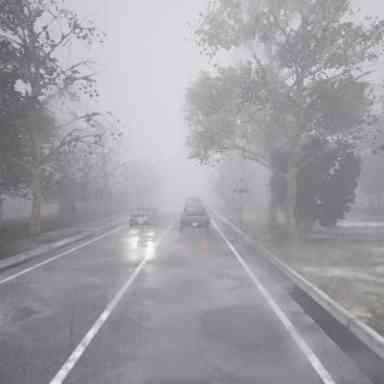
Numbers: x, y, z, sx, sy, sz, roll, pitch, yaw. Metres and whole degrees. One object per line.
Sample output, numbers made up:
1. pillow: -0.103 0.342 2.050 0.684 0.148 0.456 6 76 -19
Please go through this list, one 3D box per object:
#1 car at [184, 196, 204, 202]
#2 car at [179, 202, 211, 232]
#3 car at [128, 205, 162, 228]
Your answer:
1. car: 0.259 1.526 40.065 2.150 2.045 5.566 0 1 1
2. car: 0.171 1.655 21.466 2.128 1.511 4.902 0 -1 0
3. car: -3.266 1.679 23.806 2.128 1.511 4.902 0 -1 0
